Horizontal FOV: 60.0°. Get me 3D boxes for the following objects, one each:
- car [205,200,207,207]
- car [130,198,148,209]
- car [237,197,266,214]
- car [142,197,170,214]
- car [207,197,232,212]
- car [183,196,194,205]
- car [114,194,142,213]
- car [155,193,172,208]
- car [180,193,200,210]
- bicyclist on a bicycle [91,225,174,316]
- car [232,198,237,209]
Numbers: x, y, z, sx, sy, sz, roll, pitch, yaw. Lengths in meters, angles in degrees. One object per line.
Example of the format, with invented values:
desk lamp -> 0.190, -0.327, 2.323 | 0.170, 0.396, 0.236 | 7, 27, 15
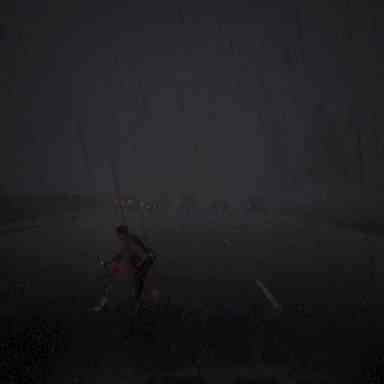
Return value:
car -> 2.983, 1.505, 48.063 | 1.837, 1.490, 4.892 | 0, 0, 0
car -> -7.510, 1.601, 47.463 | 1.895, 1.301, 4.718 | 0, 0, 0
car -> 6.607, 1.352, 36.184 | 2.097, 1.767, 4.553 | 0, 0, 0
car -> -3.825, 1.547, 36.120 | 2.033, 1.411, 5.357 | 0, 0, 0
car -> 3.123, 1.505, 38.650 | 1.837, 1.490, 4.892 | 0, 0, 0
car -> -0.583, 1.477, 58.161 | 1.882, 1.535, 5.008 | 0, 0, -1
car -> -7.341, 1.221, 37.700 | 2.150, 2.045, 5.566 | 0, 0, -1
car -> -4.023, 1.221, 46.364 | 2.150, 2.045, 5.566 | 0, 0, 0
car -> -0.407, 1.221, 43.357 | 2.150, 2.045, 5.566 | 0, 0, -1
bicyclist on a bicycle -> -1.141, 1.454, 6.228 | 1.656, 1.620, 0.582 | -2, 0, 11
car -> 6.486, 1.547, 45.495 | 2.033, 1.411, 5.357 | 0, 0, 0
